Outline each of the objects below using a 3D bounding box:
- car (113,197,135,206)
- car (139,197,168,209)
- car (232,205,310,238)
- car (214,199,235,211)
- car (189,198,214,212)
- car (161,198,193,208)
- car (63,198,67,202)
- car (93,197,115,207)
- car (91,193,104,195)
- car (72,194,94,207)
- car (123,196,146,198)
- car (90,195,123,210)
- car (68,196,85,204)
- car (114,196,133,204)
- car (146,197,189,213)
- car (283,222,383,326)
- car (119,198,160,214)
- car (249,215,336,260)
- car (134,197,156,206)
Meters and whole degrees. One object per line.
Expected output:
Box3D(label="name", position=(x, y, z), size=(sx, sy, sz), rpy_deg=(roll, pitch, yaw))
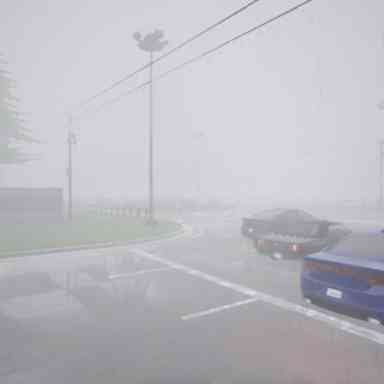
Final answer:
Box3D(label="car", position=(-11.323, 1.569, 55.024), size=(1.994, 1.385, 4.181), rpy_deg=(0, 0, -36))
Box3D(label="car", position=(-5.529, 1.483, 46.967), size=(1.882, 1.535, 5.008), rpy_deg=(0, 0, -36))
Box3D(label="car", position=(4.504, 1.481, 15.563), size=(5.008, 1.535, 1.882), rpy_deg=(0, 0, -36))
Box3D(label="car", position=(3.375, 1.532, 40.622), size=(1.812, 1.442, 4.674), rpy_deg=(0, 0, -36))
Box3D(label="car", position=(0.002, 1.510, 39.310), size=(1.837, 1.490, 4.892), rpy_deg=(0, 0, -36))
Box3D(label="car", position=(-2.232, 1.554, 48.395), size=(2.033, 1.411, 5.357), rpy_deg=(0, 0, -36))
Box3D(label="car", position=(-24.649, 1.567, 61.554), size=(1.994, 1.385, 4.181), rpy_deg=(0, 0, -36))
Box3D(label="car", position=(-14.000, 1.568, 52.745), size=(1.994, 1.385, 4.181), rpy_deg=(0, 0, -35))
Box3D(label="car", position=(-18.234, 1.226, 64.650), size=(2.150, 2.045, 5.566), rpy_deg=(0, 0, -36))
Box3D(label="car", position=(-16.952, 1.494, 50.836), size=(2.128, 1.511, 4.902), rpy_deg=(0, 0, -36))
Box3D(label="car", position=(-8.069, 1.568, 44.485), size=(1.994, 1.385, 4.181), rpy_deg=(0, 0, -37))
Box3D(label="car", position=(-10.991, 1.508, 42.558), size=(1.837, 1.490, 4.892), rpy_deg=(0, 0, -36))
Box3D(label="car", position=(-22.459, 1.566, 64.519), size=(1.994, 1.385, 4.181), rpy_deg=(0, 0, -36))
Box3D(label="car", position=(-13.171, 1.530, 63.572), size=(1.812, 1.442, 4.674), rpy_deg=(0, 0, -35))
Box3D(label="car", position=(-2.859, 1.496, 37.289), size=(2.128, 1.511, 4.902), rpy_deg=(0, 0, -36))
Box3D(label="car", position=(4.318, 1.480, 6.829), size=(5.008, 1.535, 1.882), rpy_deg=(0, 0, -36))
Box3D(label="car", position=(-5.607, 1.605, 35.112), size=(1.895, 1.301, 4.718), rpy_deg=(0, 0, -36))
Box3D(label="car", position=(4.357, 1.604, 11.158), size=(4.718, 1.301, 1.895), rpy_deg=(0, 0, -36))
Box3D(label="car", position=(-8.057, 1.570, 56.488), size=(1.994, 1.385, 4.181), rpy_deg=(0, 0, -36))
